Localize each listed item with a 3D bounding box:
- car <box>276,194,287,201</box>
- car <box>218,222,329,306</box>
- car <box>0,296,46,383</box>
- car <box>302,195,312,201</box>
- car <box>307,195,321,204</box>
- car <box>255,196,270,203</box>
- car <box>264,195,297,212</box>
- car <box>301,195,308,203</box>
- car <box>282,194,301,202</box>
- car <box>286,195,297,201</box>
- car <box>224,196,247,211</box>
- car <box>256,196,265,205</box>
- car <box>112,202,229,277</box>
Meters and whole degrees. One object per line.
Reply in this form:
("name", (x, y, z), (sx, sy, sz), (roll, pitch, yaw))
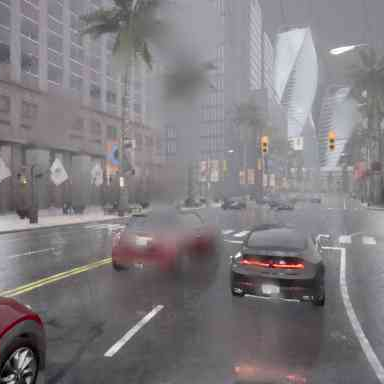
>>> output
("car", (24.019, 1.354, 89.180), (2.185, 1.767, 4.553), (0, 0, 24))
("car", (2.251, 1.505, 8.224), (1.837, 1.490, 4.892), (0, 0, 20))
("car", (-2.960, 1.352, 2.123), (2.097, 1.767, 4.553), (0, 0, 7))
("car", (29.650, 1.436, 85.605), (1.882, 1.535, 5.008), (0, 0, 24))
("car", (24.551, 1.525, 65.901), (1.812, 1.442, 4.674), (0, 0, 25))
("car", (14.795, 1.513, 69.282), (2.161, 1.482, 4.786), (0, 0, 24))
("car", (10.305, 1.505, 38.917), (1.837, 1.490, 4.892), (-2, 0, -1))
("car", (23.340, 1.355, 71.850), (2.097, 1.767, 4.553), (0, 0, 25))
("car", (17.466, 1.547, 59.229), (2.033, 1.411, 5.357), (0, 0, 25))
("car", (25.145, 1.475, 84.110), (1.882, 1.535, 5.008), (0, 0, 25))
("car", (5.231, 1.352, 41.069), (2.097, 1.767, 4.553), (0, 0, 25))
("car", (12.645, 1.563, 57.153), (1.994, 1.385, 4.181), (0, 0, 25))
("car", (-0.533, 1.352, 10.591), (2.097, 1.767, 4.553), (0, 0, 21))
